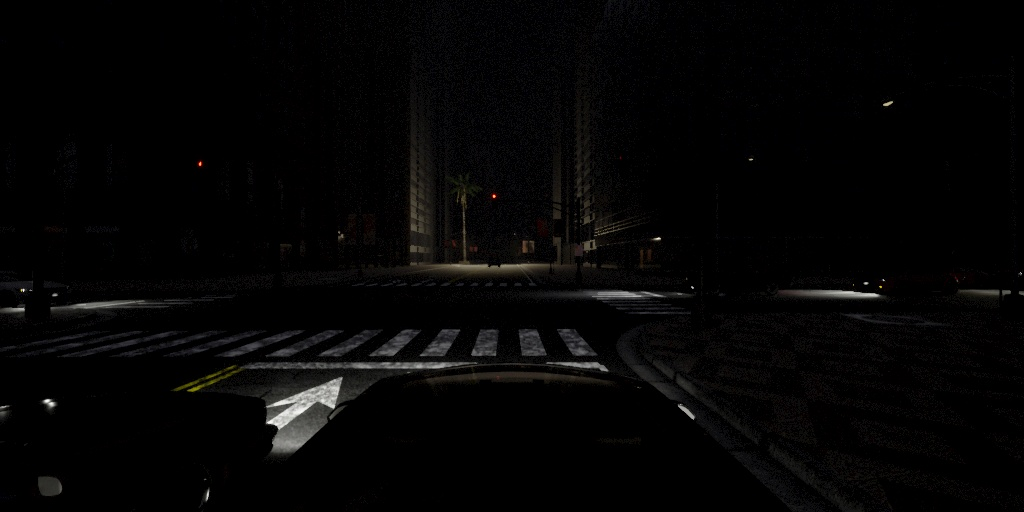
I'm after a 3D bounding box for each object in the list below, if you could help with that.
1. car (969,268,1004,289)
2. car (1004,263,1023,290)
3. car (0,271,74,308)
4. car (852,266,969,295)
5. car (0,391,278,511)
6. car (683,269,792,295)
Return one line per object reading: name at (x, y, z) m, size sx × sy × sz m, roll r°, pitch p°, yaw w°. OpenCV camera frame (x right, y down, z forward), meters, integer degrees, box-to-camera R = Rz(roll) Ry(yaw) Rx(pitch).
car at (26.427, 1.273, 21.759) m, size 4.207 × 1.307 × 1.802 m, roll 0°, pitch 0°, yaw -1°
car at (29.974, 1.012, 19.064) m, size 4.553 × 1.767 × 2.097 m, roll 0°, pitch 0°, yaw -1°
car at (-21.378, 1.354, 14.979) m, size 4.674 × 1.442 × 1.812 m, roll 0°, pitch 0°, yaw 1°
car at (20.632, 1.251, 18.901) m, size 4.181 × 1.385 × 1.994 m, roll 0°, pitch 0°, yaw -1°
car at (-3.176, 1.297, 0.755) m, size 2.033 × 1.411 × 5.357 m, roll 0°, pitch 0°, yaw 4°
car at (11.619, 1.319, 18.750) m, size 4.718 × 1.301 × 1.895 m, roll 0°, pitch 0°, yaw -1°
